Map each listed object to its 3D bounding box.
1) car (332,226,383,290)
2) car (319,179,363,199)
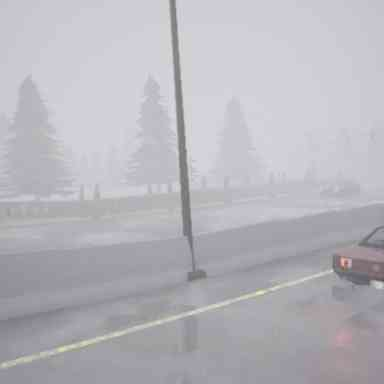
[{"bbox_3d":[5.299,1.360,7.530,4.718,1.301,1.895,-3,2,-35],"label":"car"},{"bbox_3d":[13.811,-0.370,30.964,4.553,1.767,2.097,-6,3,-35],"label":"car"}]
